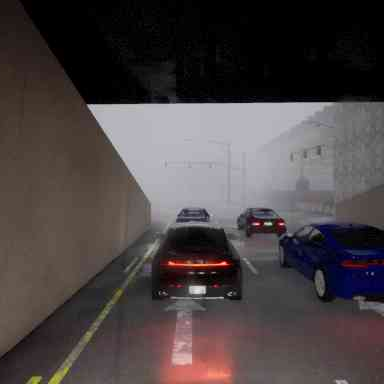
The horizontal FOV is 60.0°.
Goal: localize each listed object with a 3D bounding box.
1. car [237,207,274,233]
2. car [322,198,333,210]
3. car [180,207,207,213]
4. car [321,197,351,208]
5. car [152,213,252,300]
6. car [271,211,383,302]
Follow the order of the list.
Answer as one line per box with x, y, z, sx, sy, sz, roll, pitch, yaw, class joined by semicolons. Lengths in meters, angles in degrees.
3.632;1.547;18.114;2.033;1.411;5.357;0;0;0;car
17.611;1.453;40.675;4.974;1.542;2.038;0;0;-45;car
0.099;1.547;18.126;2.033;1.411;5.357;0;0;3;car
17.648;1.295;40.712;4.536;1.218;1.853;0;0;-45;car
0.105;1.505;8.380;1.837;1.490;4.892;0;0;0;car
3.604;1.478;8.362;1.882;1.535;5.008;0;0;0;car
